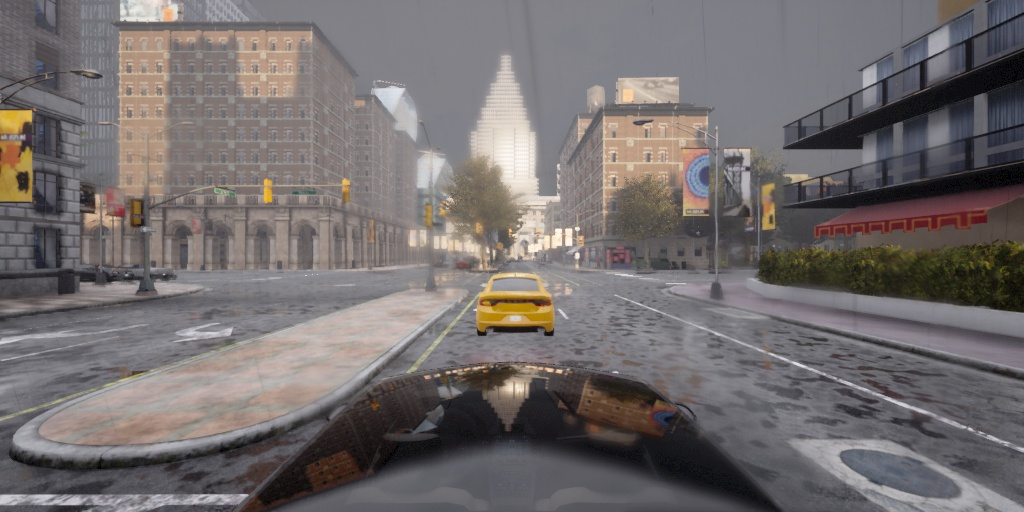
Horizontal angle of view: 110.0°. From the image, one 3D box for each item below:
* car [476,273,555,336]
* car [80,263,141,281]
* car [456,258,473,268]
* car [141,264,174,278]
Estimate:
[{"bbox_3d":[0.092,1.228,10.414,1.882,1.535,5.008,0,0,0],"label":"car"},{"bbox_3d":[-33.414,1.276,28.915,4.674,1.442,1.812,0,0,0],"label":"car"},{"bbox_3d":[-8.001,1.351,59.154,1.895,1.301,4.718,0,0,0],"label":"car"},{"bbox_3d":[-33.661,1.351,32.413,4.718,1.301,1.895,0,0,0],"label":"car"}]
